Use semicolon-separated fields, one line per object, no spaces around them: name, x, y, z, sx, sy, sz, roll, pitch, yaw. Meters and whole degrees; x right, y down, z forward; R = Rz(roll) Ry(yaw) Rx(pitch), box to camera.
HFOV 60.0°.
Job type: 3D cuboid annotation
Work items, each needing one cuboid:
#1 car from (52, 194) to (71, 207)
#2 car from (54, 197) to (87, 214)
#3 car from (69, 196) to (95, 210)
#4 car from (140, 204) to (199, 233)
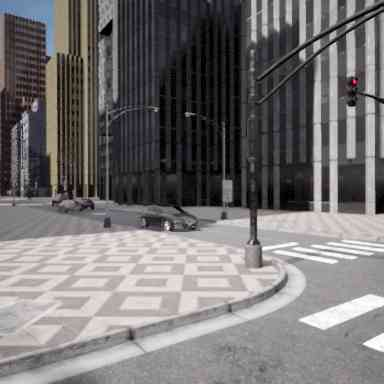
car;-20.396;1.350;52.248;2.150;2.045;5.566;0;0;-35
car;-13.849;1.622;37.742;1.812;1.442;4.674;0;0;-35
car;-14.324;1.606;43.796;1.837;1.490;4.892;0;0;-35
car;-1.525;1.540;20.403;1.837;1.490;4.892;0;0;-35
